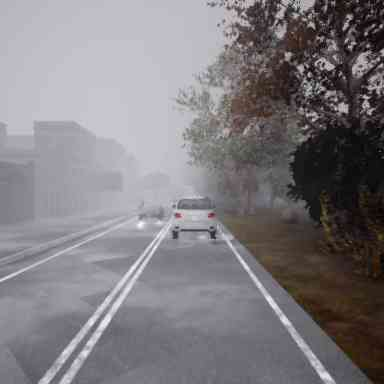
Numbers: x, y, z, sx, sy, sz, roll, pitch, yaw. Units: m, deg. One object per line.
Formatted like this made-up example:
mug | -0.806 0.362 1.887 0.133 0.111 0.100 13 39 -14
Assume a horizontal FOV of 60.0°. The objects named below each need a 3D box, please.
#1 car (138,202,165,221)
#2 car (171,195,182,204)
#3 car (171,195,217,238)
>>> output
car | -3.312 1.561 28.013 1.812 1.442 4.674 0 0 0
car | -3.149 1.413 68.102 2.097 1.767 4.553 0 0 0
car | 0.119 1.243 17.930 2.150 2.045 5.566 0 0 0
